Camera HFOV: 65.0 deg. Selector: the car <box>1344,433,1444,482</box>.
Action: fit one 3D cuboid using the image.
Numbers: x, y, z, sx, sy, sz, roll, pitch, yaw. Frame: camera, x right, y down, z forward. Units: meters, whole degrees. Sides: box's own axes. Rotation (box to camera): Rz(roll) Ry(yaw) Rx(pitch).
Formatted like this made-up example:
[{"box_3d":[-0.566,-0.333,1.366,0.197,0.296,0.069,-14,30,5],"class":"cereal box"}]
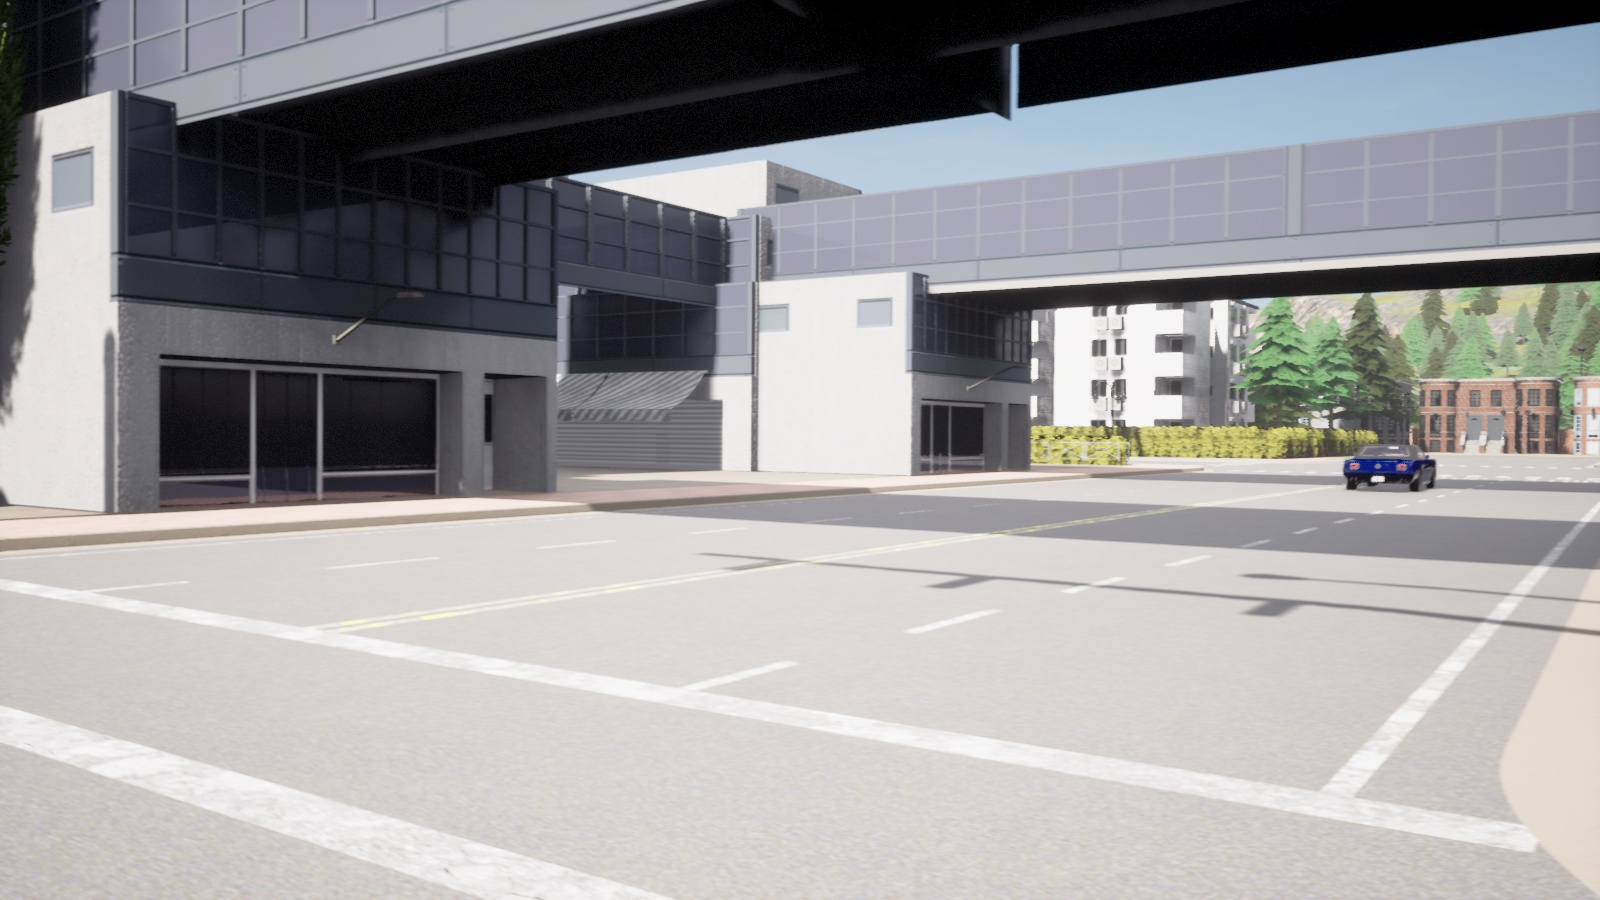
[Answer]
[{"box_3d":[17.252,0.179,36.352,1.895,1.301,4.718,0,1,34],"class":"car"}]
